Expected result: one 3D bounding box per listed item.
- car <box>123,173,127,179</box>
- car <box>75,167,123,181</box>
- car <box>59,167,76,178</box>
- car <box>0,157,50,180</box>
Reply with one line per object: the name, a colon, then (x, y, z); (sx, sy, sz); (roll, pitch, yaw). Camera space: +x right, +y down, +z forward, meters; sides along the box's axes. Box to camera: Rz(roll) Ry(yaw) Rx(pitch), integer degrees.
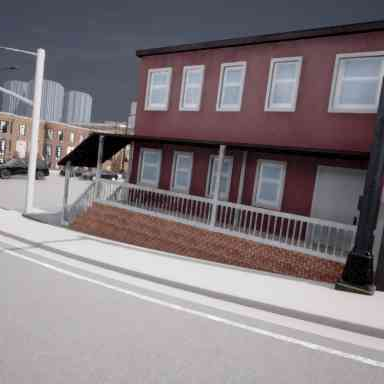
car: (-8.424, -2.527, 50.070); (1.812, 1.442, 4.674); (10, 6, 35)
car: (-11.172, -2.038, 40.360); (1.837, 1.490, 4.892); (10, 6, 35)
car: (-14.412, -2.497, 41.794); (1.994, 1.385, 4.181); (11, 6, 36)
car: (-16.782, -2.323, 32.496); (2.150, 2.045, 5.566); (10, 6, 36)
